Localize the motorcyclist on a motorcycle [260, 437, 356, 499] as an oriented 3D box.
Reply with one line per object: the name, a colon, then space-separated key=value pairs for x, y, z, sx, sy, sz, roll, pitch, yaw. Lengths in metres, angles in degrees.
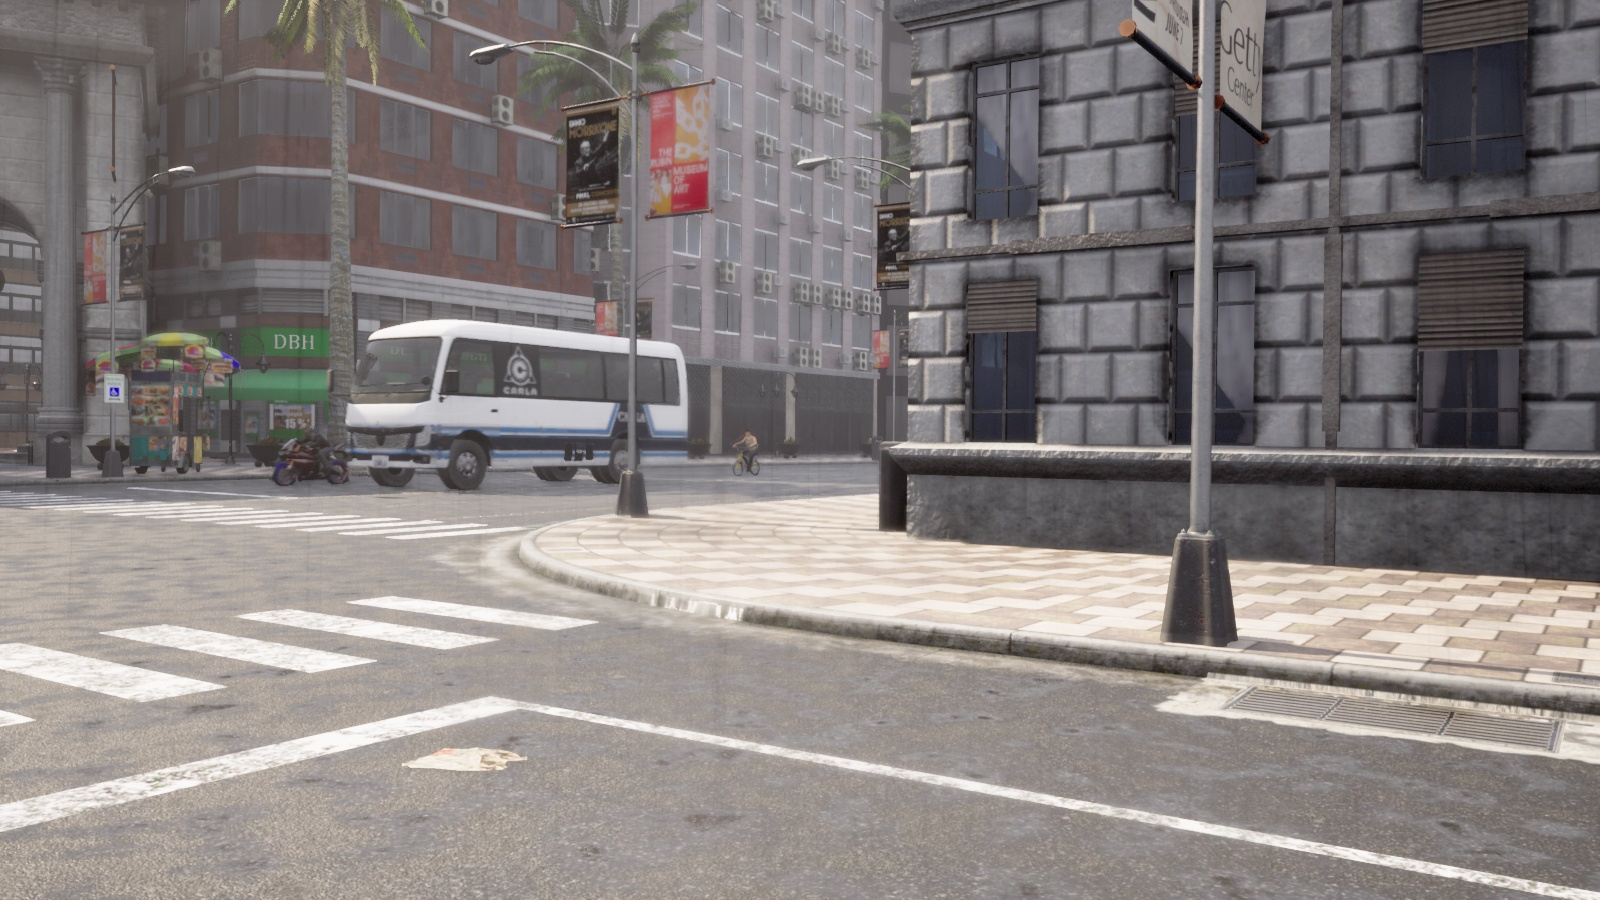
motorcyclist on a motorcycle: x=-12.719 y=0.438 z=32.513 sx=0.866 sy=1.530 sz=2.191 roll=0 pitch=1 yaw=34

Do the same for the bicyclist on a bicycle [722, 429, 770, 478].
bicyclist on a bicycle: x=-1.816 y=0.107 z=42.377 sx=0.866 sy=1.612 sz=1.509 roll=0 pitch=2 yaw=34

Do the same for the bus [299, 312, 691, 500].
bus: x=-7.696 y=-1.036 z=33.765 sx=3.944 sy=4.253 sz=10.273 roll=0 pitch=0 yaw=34
